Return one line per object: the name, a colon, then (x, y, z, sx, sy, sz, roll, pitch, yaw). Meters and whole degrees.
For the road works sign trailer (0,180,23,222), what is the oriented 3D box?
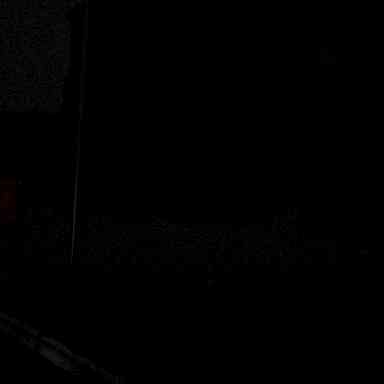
road works sign trailer: (-10.934, 0.515, 17.098, 2.880, 2.380, 3.560, 3, 3, -7)
